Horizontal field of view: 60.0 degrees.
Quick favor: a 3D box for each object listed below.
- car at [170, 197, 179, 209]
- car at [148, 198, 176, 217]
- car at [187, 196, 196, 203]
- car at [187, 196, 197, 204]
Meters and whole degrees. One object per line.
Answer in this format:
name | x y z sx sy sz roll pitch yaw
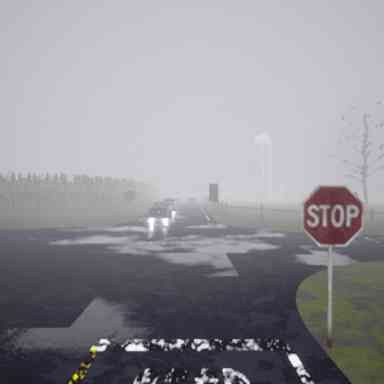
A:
car | -2.880 1.504 40.692 1.812 1.442 4.674 0 0 0
car | -2.864 1.543 30.722 1.994 1.385 4.181 0 0 0
car | -0.073 1.518 71.841 1.812 1.442 4.674 0 0 0
car | 0.042 1.533 61.391 2.033 1.411 5.357 0 0 0
